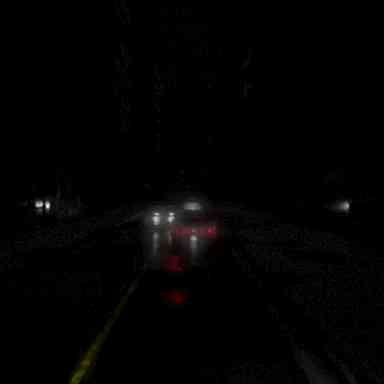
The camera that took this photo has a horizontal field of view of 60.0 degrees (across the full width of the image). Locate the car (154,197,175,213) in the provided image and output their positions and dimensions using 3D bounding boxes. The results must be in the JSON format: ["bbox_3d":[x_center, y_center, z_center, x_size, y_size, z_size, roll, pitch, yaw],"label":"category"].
[{"bbox_3d":[-2.864,1.341,35.258,1.837,1.490,4.892,0,0,0],"label":"car"}]

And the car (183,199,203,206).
[{"bbox_3d":[0.075,1.376,32.520,1.812,1.442,4.674,0,0,0],"label":"car"}]

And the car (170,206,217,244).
[{"bbox_3d":[0.083,1.531,15.376,1.895,1.301,4.718,0,0,0],"label":"car"}]
